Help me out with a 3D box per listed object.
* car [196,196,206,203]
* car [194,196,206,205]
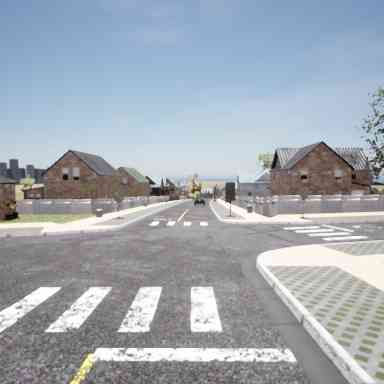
[{"bbox_3d":[1.950,1.691,72.246,2.033,1.411,5.357,0,0,3],"label":"car"},{"bbox_3d":[1.478,1.577,62.220,2.097,1.767,4.553,0,0,3],"label":"car"}]
